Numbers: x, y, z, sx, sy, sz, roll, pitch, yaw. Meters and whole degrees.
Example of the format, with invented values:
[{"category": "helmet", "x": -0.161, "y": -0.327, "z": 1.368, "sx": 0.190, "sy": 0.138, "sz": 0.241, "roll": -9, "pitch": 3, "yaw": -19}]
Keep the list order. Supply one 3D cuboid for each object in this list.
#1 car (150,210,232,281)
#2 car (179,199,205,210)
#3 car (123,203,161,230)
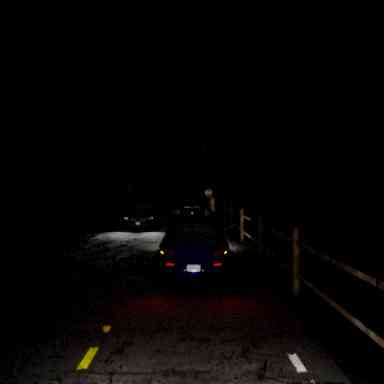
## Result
[{"category": "car", "x": 0.058, "y": 1.464, "z": 9.510, "sx": 1.812, "sy": 1.442, "sz": 4.674, "roll": 0, "pitch": 1, "yaw": 0}, {"category": "car", "x": 0.016, "y": 1.308, "z": 26.574, "sx": 2.128, "sy": 1.511, "sz": 4.902, "roll": 0, "pitch": 0, "yaw": 0}, {"category": "car", "x": -2.899, "y": 1.391, "z": 20.074, "sx": 1.812, "sy": 1.442, "sz": 4.674, "roll": 0, "pitch": 0, "yaw": 0}]
